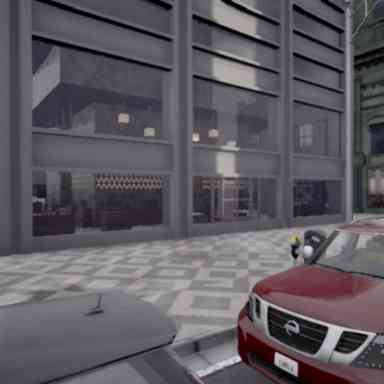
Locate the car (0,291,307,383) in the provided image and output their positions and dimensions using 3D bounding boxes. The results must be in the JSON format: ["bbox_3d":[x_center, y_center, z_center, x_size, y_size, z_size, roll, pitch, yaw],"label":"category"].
[{"bbox_3d":[-1.649,1.440,1.350,4.097,1.590,1.967,0,0,-35],"label":"car"}]

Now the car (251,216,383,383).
[{"bbox_3d":[2.941,1.316,4.623,5.009,1.841,2.192,0,0,-35],"label":"car"}]
